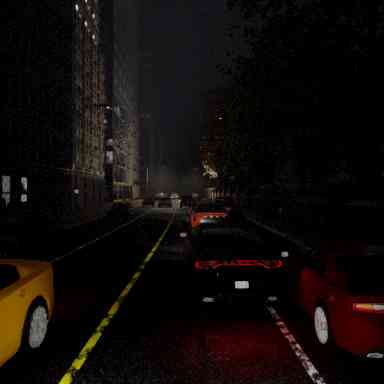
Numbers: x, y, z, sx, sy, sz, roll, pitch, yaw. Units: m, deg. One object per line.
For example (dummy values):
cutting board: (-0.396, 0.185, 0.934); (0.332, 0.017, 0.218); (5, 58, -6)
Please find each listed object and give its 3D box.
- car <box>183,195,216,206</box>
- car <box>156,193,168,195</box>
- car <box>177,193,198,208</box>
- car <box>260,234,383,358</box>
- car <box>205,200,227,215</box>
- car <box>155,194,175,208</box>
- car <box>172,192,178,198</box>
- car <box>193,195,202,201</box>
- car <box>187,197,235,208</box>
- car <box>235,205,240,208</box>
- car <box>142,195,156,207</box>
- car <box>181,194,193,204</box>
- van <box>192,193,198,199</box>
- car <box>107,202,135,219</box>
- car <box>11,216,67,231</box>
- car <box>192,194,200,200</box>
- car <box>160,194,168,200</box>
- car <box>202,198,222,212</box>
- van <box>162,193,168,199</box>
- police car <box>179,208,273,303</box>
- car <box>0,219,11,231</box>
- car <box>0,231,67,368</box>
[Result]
car: (0.696, 1.328, 24.399); (2.097, 1.767, 4.553); (0, 0, 1)
car: (-7.107, 1.154, 72.813); (2.192, 1.841, 5.009); (0, 0, -1)
car: (-0.597, 1.269, 46.379); (2.097, 1.767, 4.553); (0, 0, -1)
car: (2.701, 1.544, 6.077); (1.887, 1.381, 4.507); (0, 0, 0)
car: (2.397, 1.535, 33.860); (1.802, 1.307, 4.206); (0, 0, -1)
car: (-3.697, 1.444, 45.779); (1.812, 1.442, 4.674); (0, 0, -1)
car: (-4.786, 0.996, 93.026); (2.150, 2.045, 5.566); (0, 0, -1)
car: (1.281, 1.374, 78.323); (2.008, 1.369, 4.403); (0, 0, -1)
car: (0.906, 1.338, 18.350); (2.097, 1.767, 4.553); (0, 0, 0)
car: (2.650, 1.562, 22.735); (1.802, 1.307, 4.206); (0, 0, -1)
car: (-6.551, 1.486, 50.581); (1.802, 1.307, 4.206); (0, 0, -1)
car: (-0.945, 1.231, 59.606); (2.097, 1.767, 4.553); (0, 0, -1)
van: (0.864, 1.107, 94.997); (1.690, 1.788, 3.998); (0, 0, -1)
car: (-5.993, 1.532, 28.341); (1.947, 1.339, 4.313); (0, 0, -1)
car: (-5.817, 1.561, 11.595); (1.947, 1.339, 4.313); (0, 0, 0)
car: (1.003, 1.227, 89.440); (1.967, 1.590, 4.097); (0, 0, -1)
car: (-7.527, 1.336, 89.490); (2.008, 1.369, 4.403); (0, 0, -1)
car: (2.258, 1.488, 39.417); (2.008, 1.369, 4.403); (0, 0, -1)
van: (-7.665, 1.106, 95.049); (1.690, 1.788, 3.998); (0, 0, -1)
police car: (0.739, 1.423, 8.423); (1.930, 1.638, 5.238); (0, 0, -3)
car: (-5.824, 1.314, 6.033); (2.192, 1.841, 5.009); (0, 0, 0)
car: (-3.097, 1.477, 3.251); (1.882, 1.535, 5.008); (0, 0, 0)
